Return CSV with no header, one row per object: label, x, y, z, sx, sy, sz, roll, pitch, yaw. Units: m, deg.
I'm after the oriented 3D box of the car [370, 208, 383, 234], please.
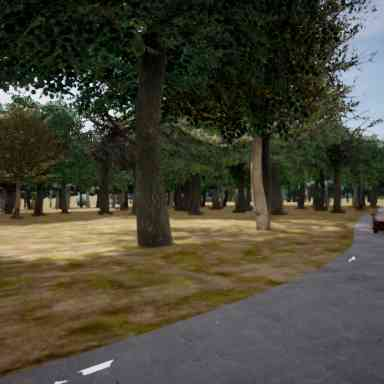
car,12.235,1.716,20.620,1.882,1.535,5.008,0,-1,27
